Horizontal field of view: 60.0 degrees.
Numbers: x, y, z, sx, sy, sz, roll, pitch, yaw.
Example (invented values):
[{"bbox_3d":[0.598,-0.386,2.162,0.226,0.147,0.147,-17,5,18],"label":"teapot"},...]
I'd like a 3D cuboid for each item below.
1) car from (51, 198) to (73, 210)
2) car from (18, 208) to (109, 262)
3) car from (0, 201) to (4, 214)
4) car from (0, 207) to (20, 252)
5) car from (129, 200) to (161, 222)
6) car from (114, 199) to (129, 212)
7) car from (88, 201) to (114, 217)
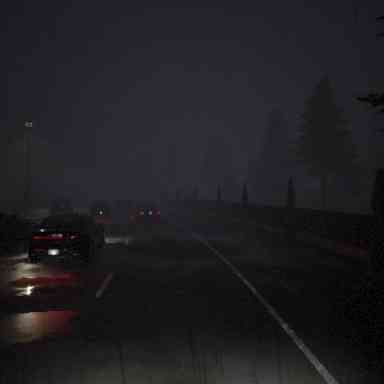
[{"bbox_3d":[-13.776,1.468,35.333,2.097,1.767,4.553,0,0,-20],"label":"car"},{"bbox_3d":[-4.424,1.545,12.301,1.837,1.490,4.892,0,0,-7],"label":"car"},{"bbox_3d":[-21.858,1.740,36.312,1.895,1.301,4.718,0,0,-23],"label":"car"},{"bbox_3d":[-8.125,1.601,14.081,2.033,1.411,5.357,0,0,-9],"label":"car"},{"bbox_3d":[-3.712,1.619,27.091,2.033,1.411,5.357,0,0,-15],"label":"car"},{"bbox_3d":[-8.657,1.594,41.319,1.882,1.535,5.008,0,0,-22],"label":"car"},{"bbox_3d":[-8.790,1.600,31.751,1.837,1.490,4.892,0,0,-17],"label":"car"}]
